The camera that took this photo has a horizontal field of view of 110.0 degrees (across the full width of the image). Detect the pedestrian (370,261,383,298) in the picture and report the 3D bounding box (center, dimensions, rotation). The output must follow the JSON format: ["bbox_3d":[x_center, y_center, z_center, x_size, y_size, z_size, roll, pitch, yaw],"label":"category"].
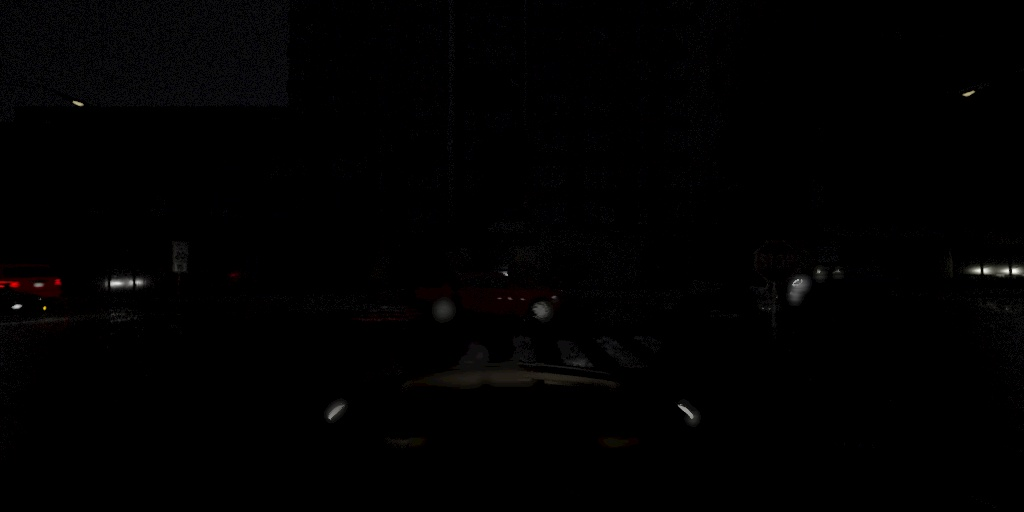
[{"bbox_3d":[-6.851,1.156,18.029,0.375,1.860,0.375,0,-1,0],"label":"pedestrian"}]

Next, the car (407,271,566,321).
[{"bbox_3d":[-0.696,1.296,12.140,5.008,1.535,1.882,0,-1,0],"label":"car"}]

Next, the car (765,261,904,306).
[{"bbox_3d":[13.330,1.098,15.071,4.553,1.767,2.097,-1,-2,0],"label":"car"}]

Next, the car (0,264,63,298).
[{"bbox_3d":[-22.724,1.359,15.170,5.566,2.045,2.150,-1,-1,-1],"label":"car"}]

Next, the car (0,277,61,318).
[{"bbox_3d":[-18.767,1.568,12.189,4.181,1.385,1.994,-1,-2,0],"label":"car"}]

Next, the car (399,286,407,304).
[{"bbox_3d":[-2.210,1.384,15.102,4.902,1.511,2.128,0,-2,0],"label":"car"}]
